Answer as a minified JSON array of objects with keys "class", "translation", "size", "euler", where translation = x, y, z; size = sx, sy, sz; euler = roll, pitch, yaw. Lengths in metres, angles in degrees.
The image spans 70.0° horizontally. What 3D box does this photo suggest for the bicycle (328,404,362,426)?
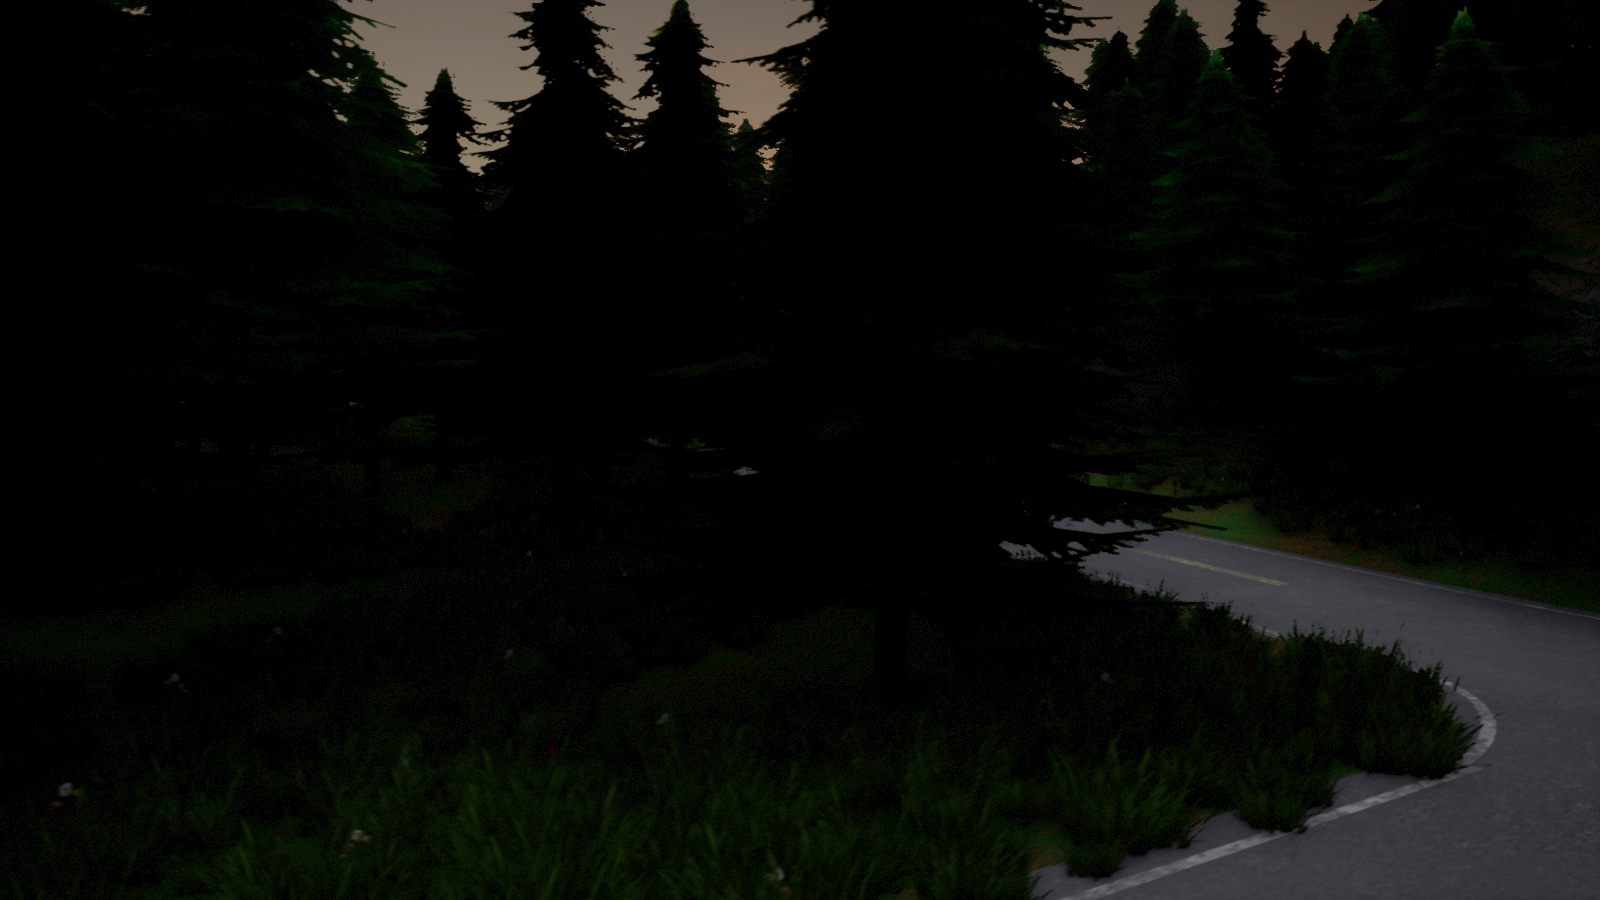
[{"class":"bicycle","translation":[-23.802,-1.820,59.770],"size":[1.643,1.024,0.373],"euler":[4,1,7]}]
